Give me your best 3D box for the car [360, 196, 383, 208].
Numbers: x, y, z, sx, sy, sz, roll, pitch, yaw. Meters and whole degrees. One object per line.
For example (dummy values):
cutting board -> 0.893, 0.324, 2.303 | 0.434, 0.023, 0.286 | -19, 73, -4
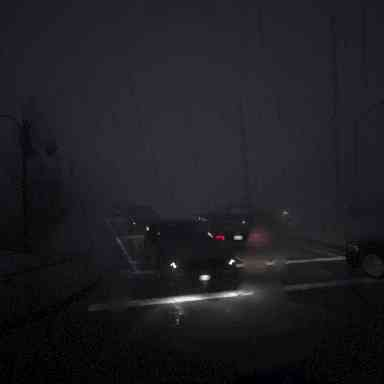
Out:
car -> 23.971, 1.274, 43.118 | 1.845, 1.501, 3.633 | 0, 0, -17

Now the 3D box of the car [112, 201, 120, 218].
car -> -6.222, 1.515, 30.091 | 2.033, 1.411, 5.357 | 0, 0, -17

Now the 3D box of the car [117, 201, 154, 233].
car -> -3.083, 1.529, 19.933 | 2.033, 1.411, 5.357 | 0, 0, -17

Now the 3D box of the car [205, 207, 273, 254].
car -> 1.355, 1.538, 13.387 | 2.033, 1.411, 5.357 | 0, 0, -3

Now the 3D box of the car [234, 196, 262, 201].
car -> 7.433, 1.288, 46.124 | 2.007, 1.523, 4.514 | 0, 0, -17

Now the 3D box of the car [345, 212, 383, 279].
car -> 6.520, 1.476, 8.216 | 5.008, 1.535, 1.882 | 0, 0, 40

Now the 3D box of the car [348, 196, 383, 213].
car -> 15.633, 1.356, 29.149 | 1.970, 1.475, 3.806 | 0, 0, -17

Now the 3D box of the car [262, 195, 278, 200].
car -> 10.423, 1.278, 47.074 | 2.152, 1.636, 5.027 | 0, 0, -17

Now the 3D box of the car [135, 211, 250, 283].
car -> -0.371, 1.543, 10.093 | 2.033, 1.411, 5.357 | 0, 0, -14

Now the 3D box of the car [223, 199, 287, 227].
car -> 2.860, 1.467, 19.893 | 5.357, 1.411, 2.033 | -3, 1, -15
